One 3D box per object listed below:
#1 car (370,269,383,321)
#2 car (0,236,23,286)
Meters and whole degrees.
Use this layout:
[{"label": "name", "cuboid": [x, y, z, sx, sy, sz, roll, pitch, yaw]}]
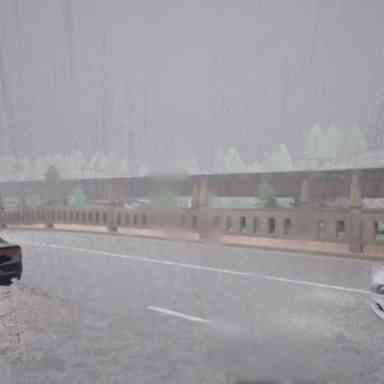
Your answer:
[{"label": "car", "cuboid": [5.128, 1.510, 4.633, 4.674, 1.442, 1.812, 0, 0, 36]}, {"label": "car", "cuboid": [-6.317, 1.576, 8.498, 5.008, 1.535, 1.882, 0, 0, 35]}]
